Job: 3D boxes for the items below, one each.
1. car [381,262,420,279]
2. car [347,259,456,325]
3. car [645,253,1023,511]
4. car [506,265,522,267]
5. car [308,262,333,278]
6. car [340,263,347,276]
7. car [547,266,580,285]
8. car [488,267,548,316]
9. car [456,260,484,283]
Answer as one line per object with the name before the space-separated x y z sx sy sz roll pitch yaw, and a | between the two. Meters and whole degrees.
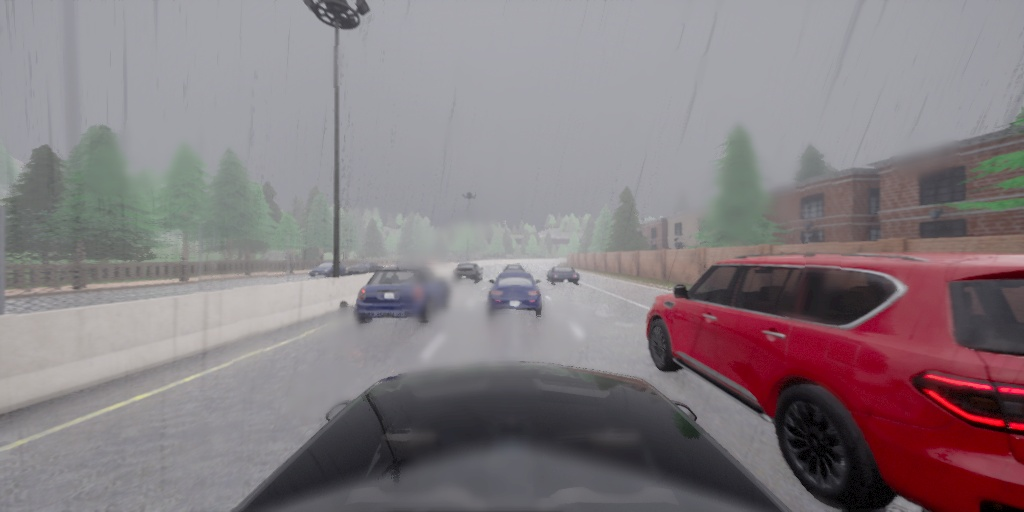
car | -10.525 1.341 34.363 2.033 1.411 5.357 0 0 0
car | -3.388 1.117 12.084 2.097 1.767 4.553 0 0 0
car | 3.564 0.985 4.471 2.150 2.045 5.566 0 0 1
car | 0.151 1.363 28.632 1.994 1.385 4.181 0 0 0
car | -17.521 1.309 34.496 1.812 1.442 4.674 0 0 0
car | -14.025 1.336 34.359 2.033 1.411 5.357 0 0 0
car | 3.645 1.400 26.424 1.895 1.301 4.718 0 0 0
car | 0.105 1.297 13.292 1.812 1.442 4.674 0 0 0
car | -3.350 1.298 28.095 1.837 1.490 4.892 0 0 0
